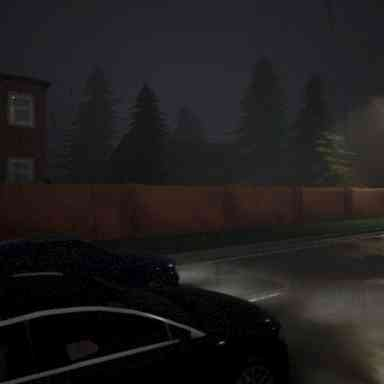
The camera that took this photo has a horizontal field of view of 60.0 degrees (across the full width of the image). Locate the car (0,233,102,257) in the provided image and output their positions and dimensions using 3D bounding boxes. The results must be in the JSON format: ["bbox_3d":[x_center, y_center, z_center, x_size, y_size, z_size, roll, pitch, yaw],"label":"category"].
[{"bbox_3d":[-2.435,1.529,6.308,4.674,1.442,1.812,0,0,-36],"label":"car"}]

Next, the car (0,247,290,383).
[{"bbox_3d":[-1.179,1.492,2.904,4.902,1.511,2.128,0,0,-36],"label":"car"}]
